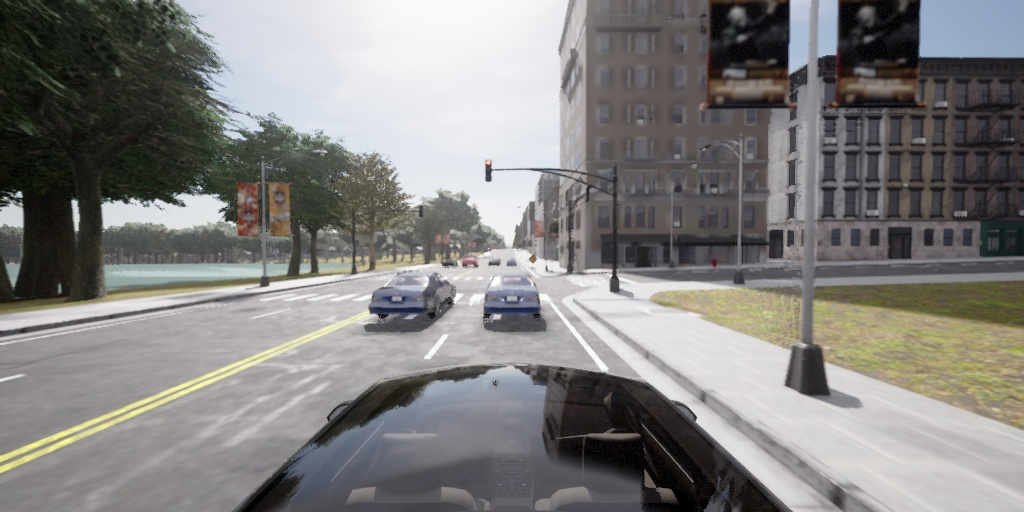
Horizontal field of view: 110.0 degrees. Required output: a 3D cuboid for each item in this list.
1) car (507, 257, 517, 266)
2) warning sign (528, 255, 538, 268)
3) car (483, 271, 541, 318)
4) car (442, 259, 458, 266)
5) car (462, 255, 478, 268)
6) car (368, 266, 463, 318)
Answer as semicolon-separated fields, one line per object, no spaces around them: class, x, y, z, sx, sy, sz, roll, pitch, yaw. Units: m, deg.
car;-0.061;1.105;65.087;2.033;1.411;5.357;0;0;0
warning sign;2.785;0.701;48.253;1.300;1.860;1.060;0;0;0
car;0.003;1.245;12.715;2.033;1.411;5.357;0;0;0
car;-9.891;1.173;57.497;1.895;1.301;4.718;0;0;0
car;-6.646;0.793;57.404;2.150;2.045;5.566;0;0;0
car;-3.249;1.245;12.665;2.033;1.411;5.357;0;0;0
